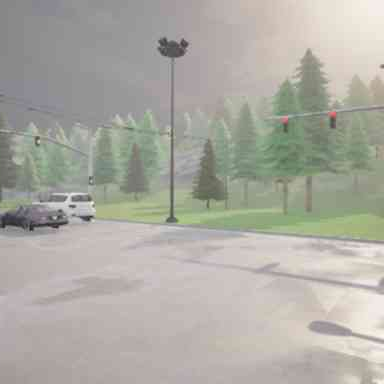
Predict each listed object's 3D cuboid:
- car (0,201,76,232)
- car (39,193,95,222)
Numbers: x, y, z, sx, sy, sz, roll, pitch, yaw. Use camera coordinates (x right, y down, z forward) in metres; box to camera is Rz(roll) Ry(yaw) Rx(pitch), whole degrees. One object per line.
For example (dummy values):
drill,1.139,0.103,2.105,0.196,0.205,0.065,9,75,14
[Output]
car,-9.401,1.424,19.289,5.357,1.411,2.033,0,0,35
car,-9.194,1.083,23.442,5.566,2.045,2.150,0,0,36
